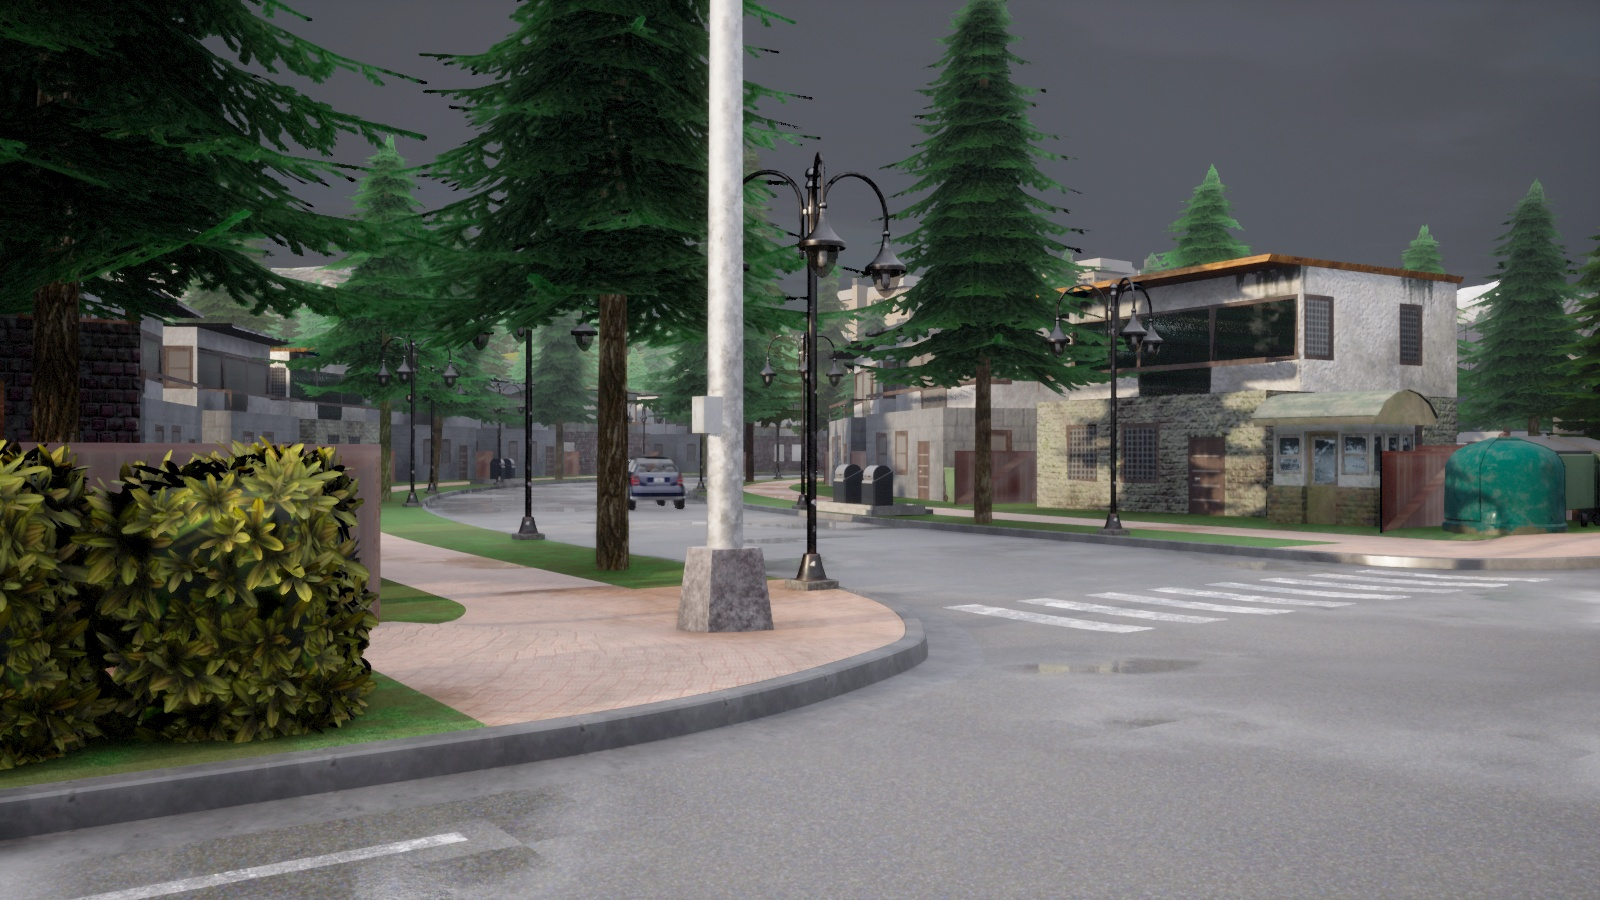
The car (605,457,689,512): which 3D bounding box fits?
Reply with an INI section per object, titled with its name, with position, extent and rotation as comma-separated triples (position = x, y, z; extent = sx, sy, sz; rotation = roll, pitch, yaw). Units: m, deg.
[car]
position = -4.620, 0.982, 37.594
extent = 1.789, 1.549, 3.705
rotation = 0, 0, -19
